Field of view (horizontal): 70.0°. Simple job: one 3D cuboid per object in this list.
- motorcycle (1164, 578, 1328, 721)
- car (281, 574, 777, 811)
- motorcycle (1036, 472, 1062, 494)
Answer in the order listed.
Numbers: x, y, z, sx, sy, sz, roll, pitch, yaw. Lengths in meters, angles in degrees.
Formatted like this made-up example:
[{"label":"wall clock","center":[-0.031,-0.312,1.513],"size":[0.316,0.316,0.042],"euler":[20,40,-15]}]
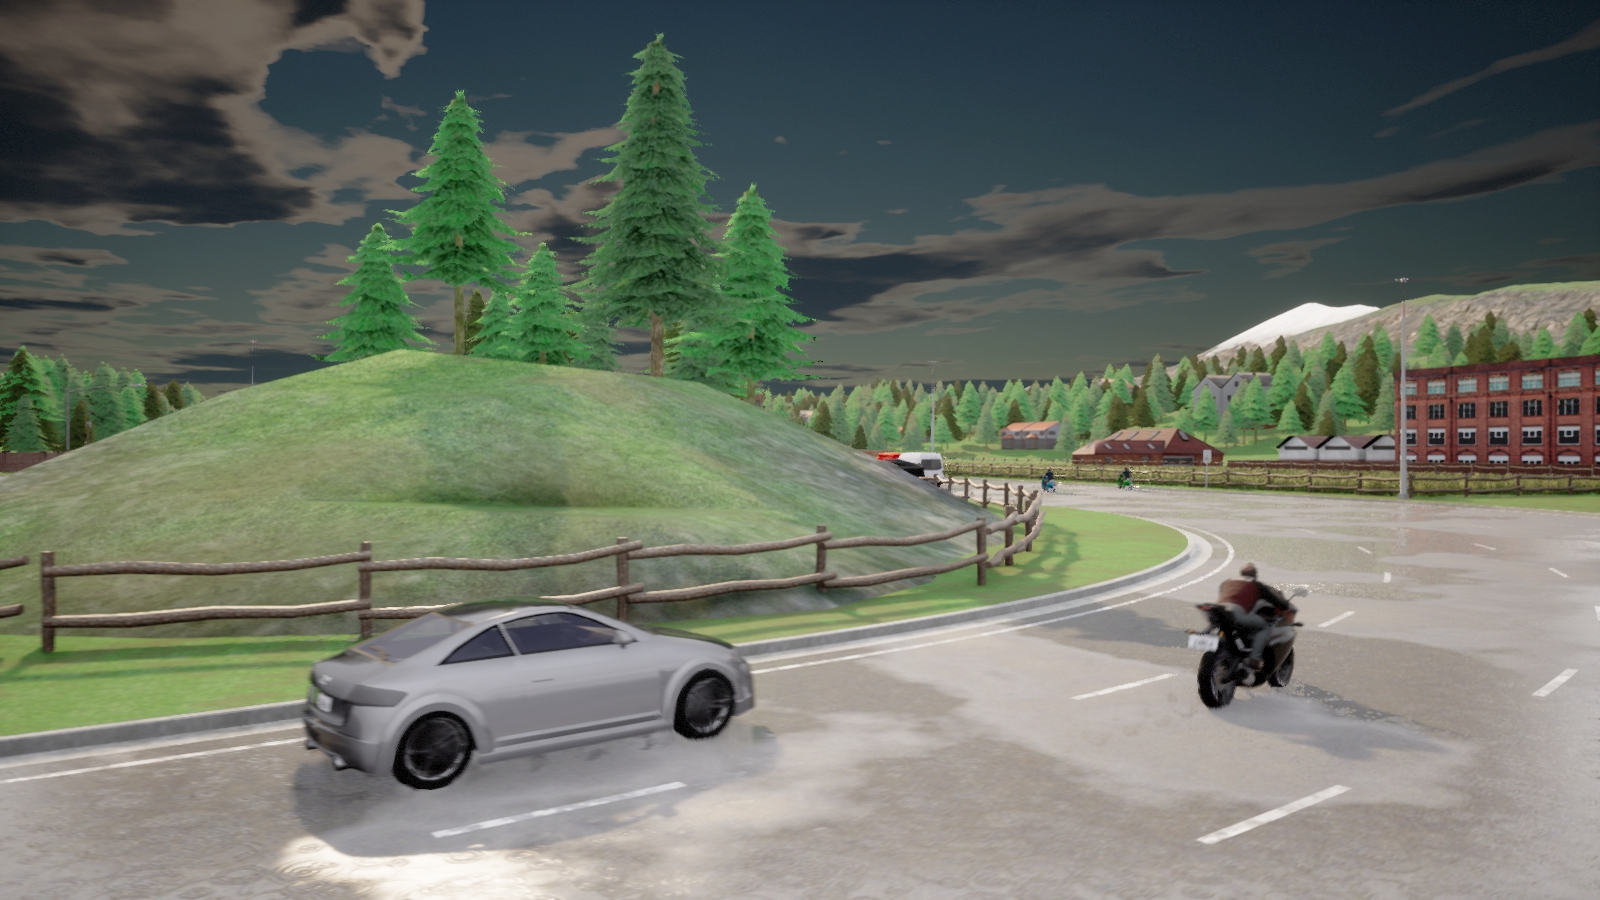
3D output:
[{"label":"motorcycle","center":[5.081,2.191,12.925],"size":[2.209,1.251,0.867],"euler":[0,-1,-44]},{"label":"car","center":[-2.487,2.114,10.977],"size":[4.181,1.385,1.994],"euler":[0,0,-39]},{"label":"motorcycle","center":[15.728,2.086,72.253],"size":[0.856,1.316,1.805],"euler":[-1,0,-16]}]
